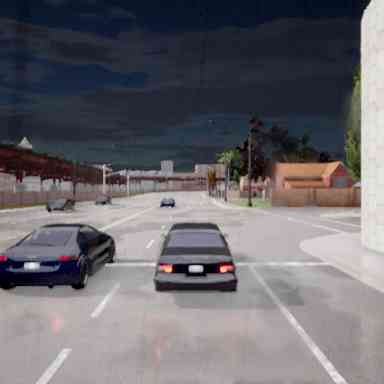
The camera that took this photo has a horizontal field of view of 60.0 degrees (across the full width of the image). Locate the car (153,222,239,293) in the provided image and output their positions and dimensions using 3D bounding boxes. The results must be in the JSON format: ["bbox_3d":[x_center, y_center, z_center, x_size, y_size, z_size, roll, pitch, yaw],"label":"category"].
[{"bbox_3d":[0.074,1.532,8.962,2.033,1.411,5.357,0,0,0],"label":"car"}]

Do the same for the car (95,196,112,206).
[{"bbox_3d":[-14.187,1.415,53.379,1.837,1.490,4.892,0,0,0],"label":"car"}]

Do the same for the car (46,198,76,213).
[{"bbox_3d":[-14.171,1.444,36.205,1.837,1.490,4.892,0,0,0],"label":"car"}]

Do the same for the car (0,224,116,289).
[{"bbox_3d":[-3.427,1.548,9.125,1.994,1.385,4.181,0,0,0],"label":"car"}]

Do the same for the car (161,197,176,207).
[{"bbox_3d":[-3.497,1.479,49.196,1.994,1.385,4.181,0,0,0],"label":"car"}]
